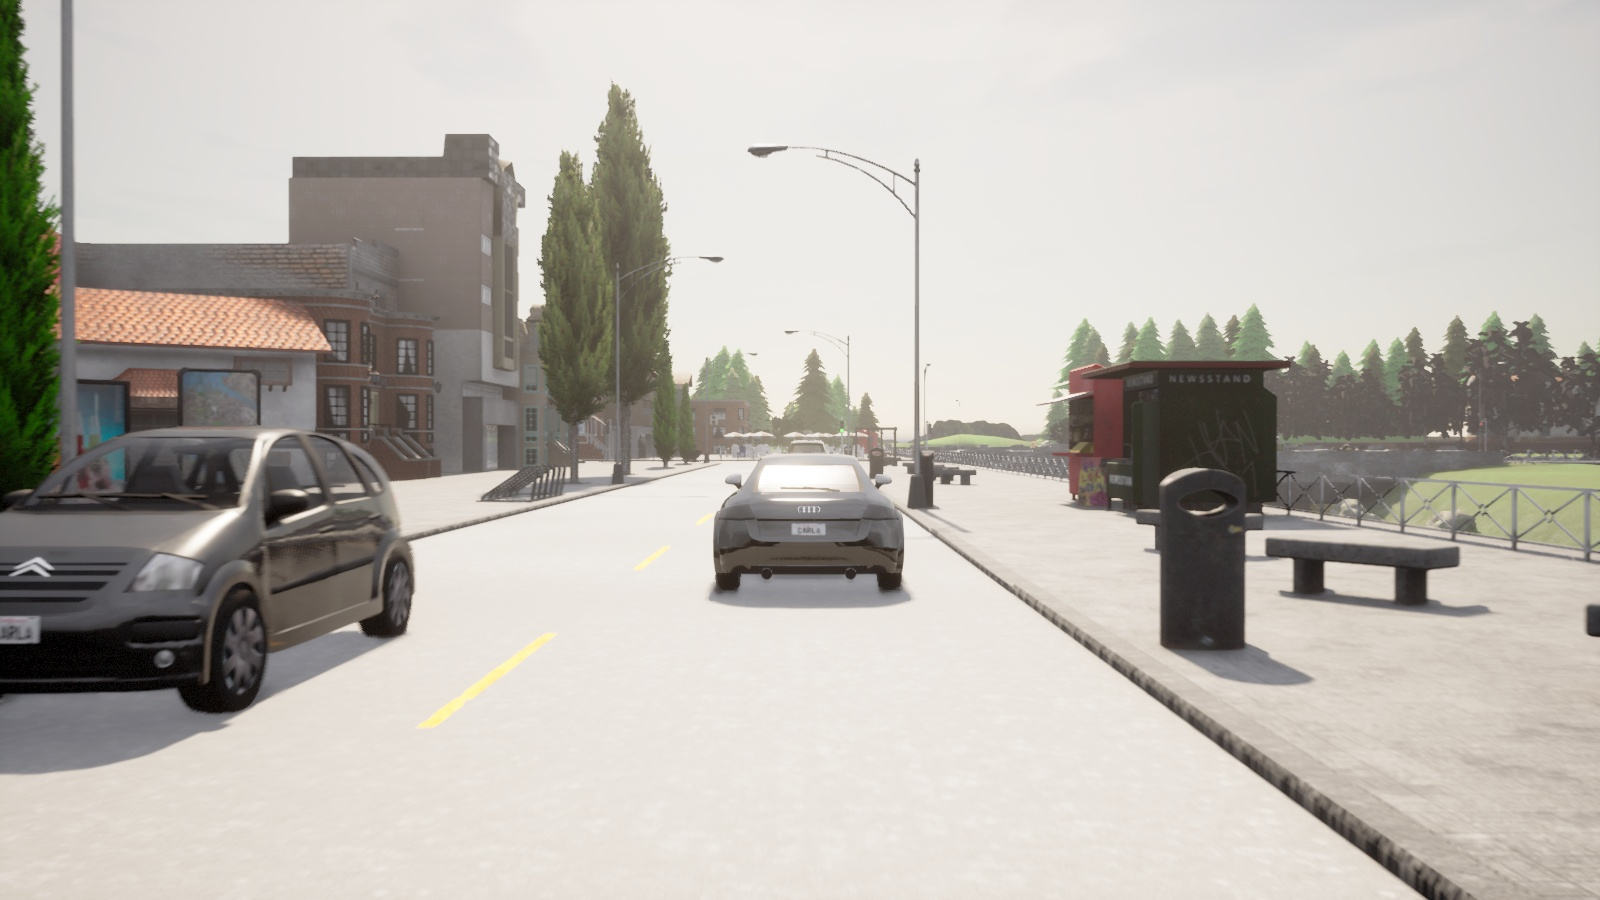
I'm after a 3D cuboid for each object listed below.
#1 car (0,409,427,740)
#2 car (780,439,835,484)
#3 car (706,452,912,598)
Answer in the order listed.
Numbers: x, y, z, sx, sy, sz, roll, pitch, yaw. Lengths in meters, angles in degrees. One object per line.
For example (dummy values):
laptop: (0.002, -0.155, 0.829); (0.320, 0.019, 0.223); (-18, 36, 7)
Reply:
car: (-3.939, 0.596, 8.127); (1.851, 1.617, 3.988); (0, 0, 0)
car: (0.283, 0.404, 48.312); (2.033, 1.649, 4.856); (0, 0, 0)
car: (0.094, 0.730, 14.240); (1.994, 1.385, 4.181); (0, 0, 0)
